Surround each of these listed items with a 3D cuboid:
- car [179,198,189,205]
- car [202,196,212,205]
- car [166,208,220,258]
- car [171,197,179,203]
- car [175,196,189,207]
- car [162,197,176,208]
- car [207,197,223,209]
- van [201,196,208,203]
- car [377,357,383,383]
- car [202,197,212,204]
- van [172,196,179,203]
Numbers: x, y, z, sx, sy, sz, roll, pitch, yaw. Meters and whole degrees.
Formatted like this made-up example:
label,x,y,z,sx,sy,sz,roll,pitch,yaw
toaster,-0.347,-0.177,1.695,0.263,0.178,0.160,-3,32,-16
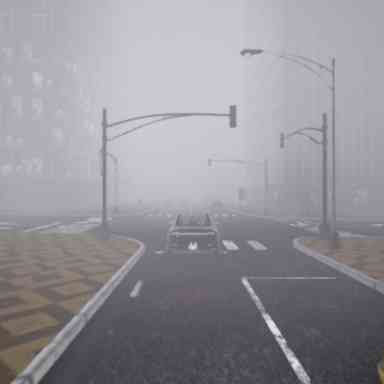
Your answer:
label,x,y,z,sx,sy,sz,roll,pitch,yaw
car,-1.714,2.039,74.733,2.128,1.511,4.902,0,0,0
car,3.605,1.832,74.193,2.192,1.841,5.009,0,0,0
car,0.067,1.585,13.148,2.128,1.511,4.902,0,0,1
car,-4.351,2.023,85.194,1.967,1.590,4.097,0,0,0
car,-1.659,1.903,59.405,1.882,1.535,5.008,0,0,0
car,-4.162,1.996,57.555,1.802,1.307,4.206,0,0,0
car,3.805,1.944,52.083,1.947,1.339,4.313,0,0,0
van,3.491,1.956,90.775,1.690,1.788,3.998,0,0,0
car,2.565,1.534,1.150,1.752,1.417,4.829,0,0,0
car,3.567,1.990,79.720,1.967,1.590,4.097,0,0,0
van,-4.389,1.956,90.721,1.690,1.788,3.998,0,0,0
